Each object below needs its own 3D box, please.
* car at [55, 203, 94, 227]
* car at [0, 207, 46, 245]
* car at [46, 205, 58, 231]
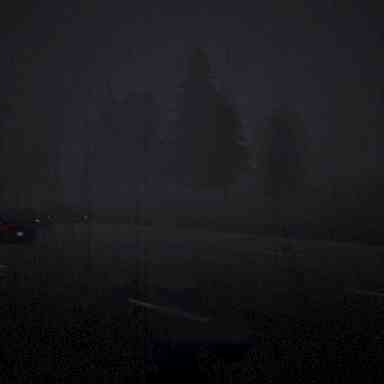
[{"bbox_3d":[-9.008,1.532,23.347,5.008,1.535,1.882,0,0,36],"label":"car"},{"bbox_3d":[-8.815,1.513,14.603,5.008,1.535,1.882,0,0,36],"label":"car"},{"bbox_3d":[-10.295,1.611,19.965,4.181,1.385,1.994,0,0,36],"label":"car"}]
